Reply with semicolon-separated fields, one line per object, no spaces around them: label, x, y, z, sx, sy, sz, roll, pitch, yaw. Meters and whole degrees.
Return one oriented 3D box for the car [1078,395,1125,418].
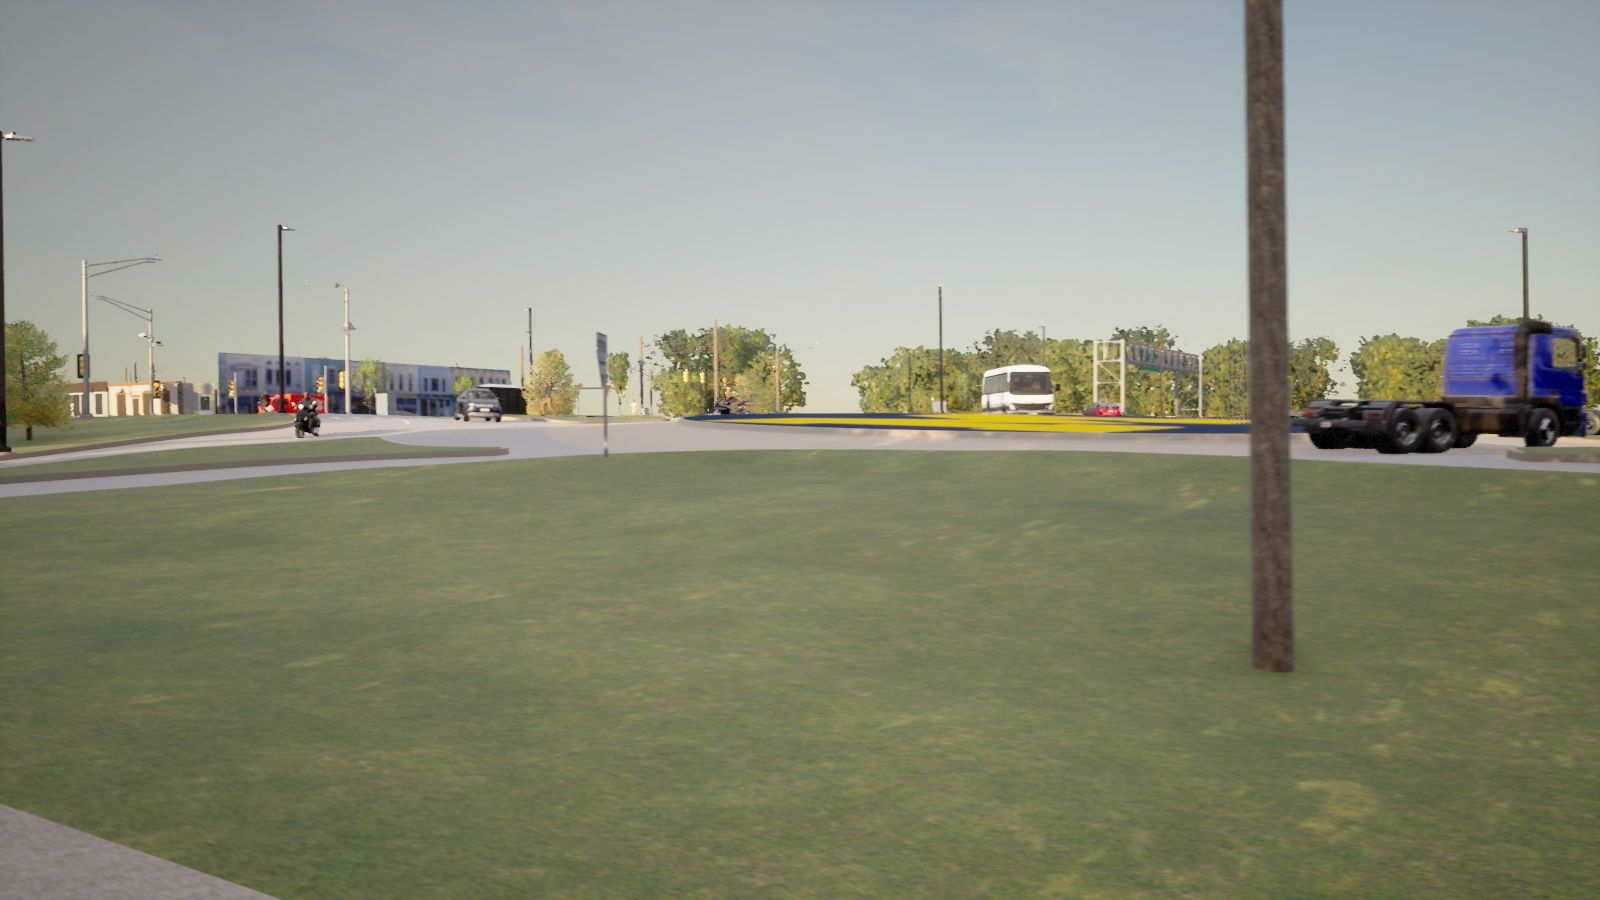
car;21.518;-3.069;89.771;2.007;1.525;4.514;-2;1;-4

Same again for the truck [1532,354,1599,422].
truck;42.531;-3.193;64.511;2.891;3.462;7.936;-3;4;-45

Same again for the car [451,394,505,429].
car;-15.015;-1.807;58.448;1.789;1.549;3.705;0;2;-24

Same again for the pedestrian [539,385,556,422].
pedestrian;-12.938;-2.374;64.279;0.694;1.848;0.540;-2;0;-27

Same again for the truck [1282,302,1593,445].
truck;16.964;-2.015;33.390;7.936;3.462;2.891;-2;3;-23

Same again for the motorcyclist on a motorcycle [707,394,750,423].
motorcyclist on a motorcycle;-3.901;-2.250;68.562;2.191;1.530;0.866;0;-1;9

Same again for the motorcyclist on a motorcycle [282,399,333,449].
motorcyclist on a motorcycle;-16.595;-0.893;42.355;0.866;1.590;1.817;-2;4;1

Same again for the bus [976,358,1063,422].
bus;15.682;-4.214;90.734;3.944;4.253;10.273;-1;1;-2
